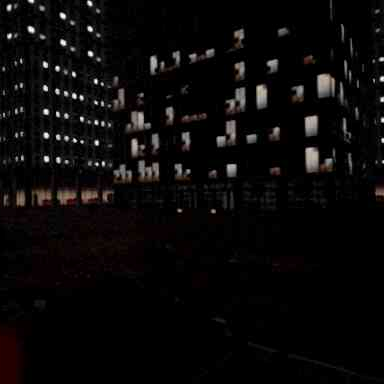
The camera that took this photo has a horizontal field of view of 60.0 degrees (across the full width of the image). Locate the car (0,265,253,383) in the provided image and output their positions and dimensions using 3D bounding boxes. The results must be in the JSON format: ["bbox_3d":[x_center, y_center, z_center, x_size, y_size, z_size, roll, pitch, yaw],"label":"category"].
[{"bbox_3d":[-1.515,1.570,3.966,4.507,1.381,1.887,-1,-1,35],"label":"car"}]
